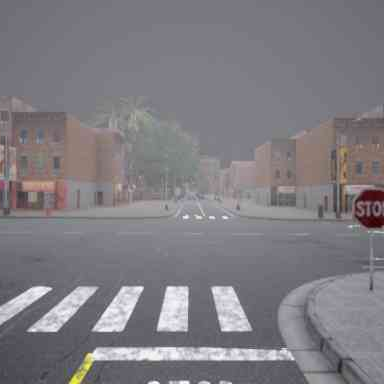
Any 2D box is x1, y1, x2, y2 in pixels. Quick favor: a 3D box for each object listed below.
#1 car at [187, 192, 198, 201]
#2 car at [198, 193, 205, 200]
[{"bbox_3d":[-0.093,1.087,71.391,1.837,1.490,4.892,0,0,0],"label":"car"},{"bbox_3d":[2.867,1.519,95.606,1.947,1.339,4.313,0,0,0],"label":"car"}]
